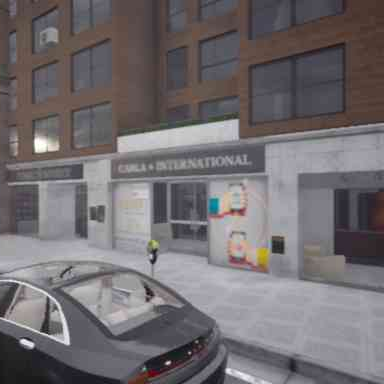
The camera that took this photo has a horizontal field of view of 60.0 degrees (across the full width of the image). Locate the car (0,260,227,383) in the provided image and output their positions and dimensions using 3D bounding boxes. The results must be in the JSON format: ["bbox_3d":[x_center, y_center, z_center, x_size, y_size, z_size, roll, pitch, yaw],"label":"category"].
[{"bbox_3d":[-1.697,1.537,4.065,4.403,1.369,2.008,0,0,35],"label":"car"}]
